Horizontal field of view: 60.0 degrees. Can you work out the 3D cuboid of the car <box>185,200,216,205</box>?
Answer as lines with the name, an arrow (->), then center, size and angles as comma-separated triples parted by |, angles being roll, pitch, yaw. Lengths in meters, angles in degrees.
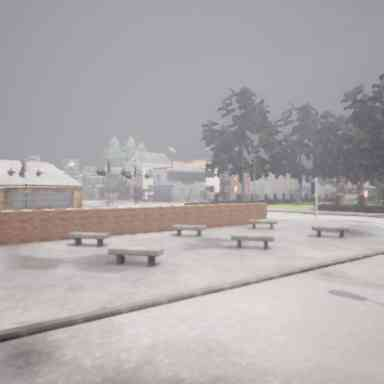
car -> 1.249, 1.557, 38.042 | 1.895, 1.301, 4.718 | 0, 0, -35
